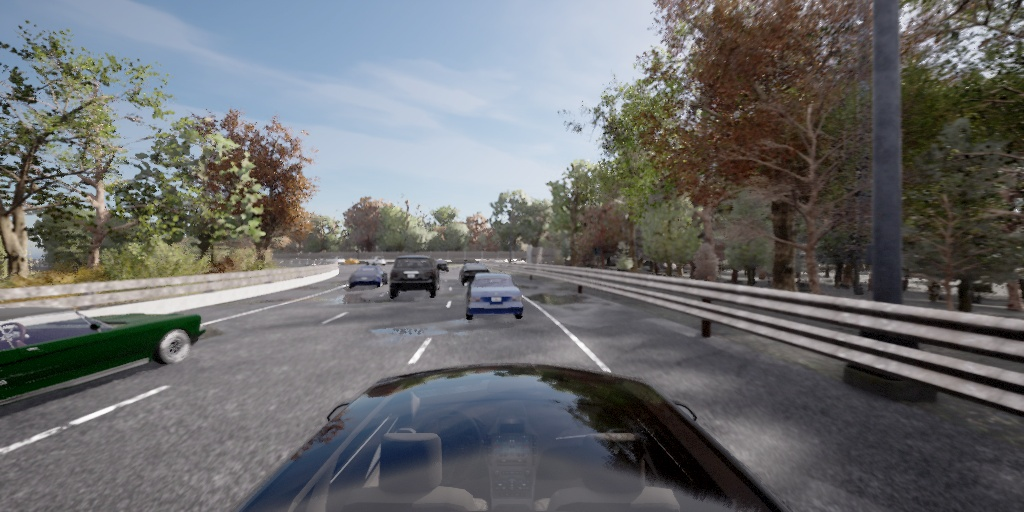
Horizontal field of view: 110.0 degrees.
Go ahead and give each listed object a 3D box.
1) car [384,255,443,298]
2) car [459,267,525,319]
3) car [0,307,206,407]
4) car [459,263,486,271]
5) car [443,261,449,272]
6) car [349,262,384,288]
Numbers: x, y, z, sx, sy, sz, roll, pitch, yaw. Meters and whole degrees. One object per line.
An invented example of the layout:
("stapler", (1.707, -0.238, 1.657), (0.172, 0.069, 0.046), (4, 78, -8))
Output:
("car", (-4.966, 0.994, 18.844), (2.150, 2.045, 5.566), (0, 0, -9))
("car", (-0.723, 1.304, 12.863), (2.033, 1.411, 5.357), (0, 0, -6))
("car", (-7.089, 1.376, 5.103), (1.895, 1.301, 4.718), (0, 0, -2))
("car", (-2.762, 1.245, 25.932), (1.882, 1.535, 5.008), (0, 0, -12))
("car", (-9.421, 1.302, 45.869), (1.837, 1.490, 4.892), (0, 0, -23))
("car", (-9.547, 1.354, 24.129), (1.994, 1.385, 4.181), (0, 0, -12))
